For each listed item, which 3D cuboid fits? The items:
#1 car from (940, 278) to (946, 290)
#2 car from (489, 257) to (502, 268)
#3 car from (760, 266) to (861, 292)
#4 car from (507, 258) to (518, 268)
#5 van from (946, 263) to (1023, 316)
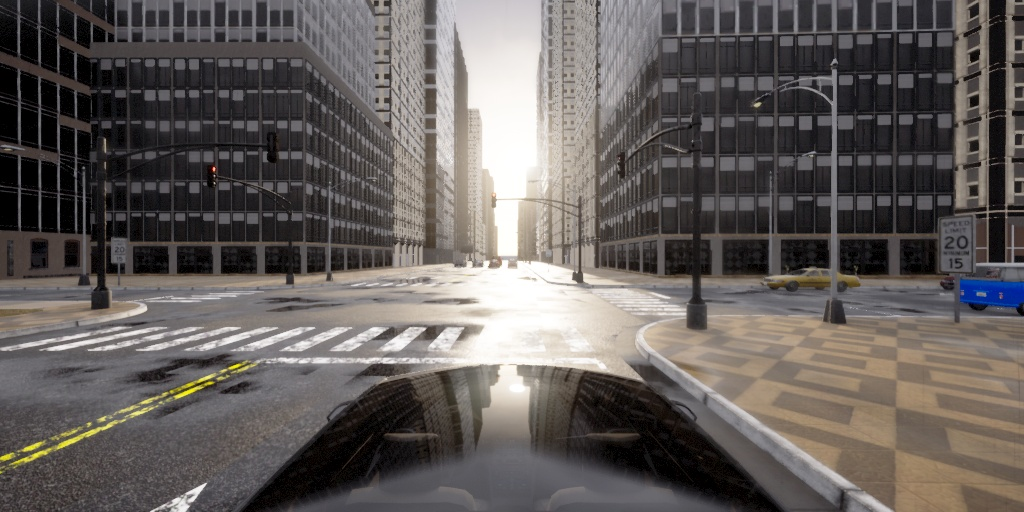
[{"bbox_3d":[26.958,1.356,20.228,4.207,1.307,1.802,0,0,2],"label":"car"},{"bbox_3d":[-3.123,1.386,63.359,1.812,1.442,4.674,0,0,0],"label":"car"},{"bbox_3d":[17.125,1.293,20.733,4.829,1.417,1.751,0,0,2],"label":"car"},{"bbox_3d":[0.127,1.408,63.353,2.033,1.411,5.357,0,0,0],"label":"car"},{"bbox_3d":[18.379,1.119,12.558,3.998,1.789,1.690,0,0,2],"label":"van"}]
